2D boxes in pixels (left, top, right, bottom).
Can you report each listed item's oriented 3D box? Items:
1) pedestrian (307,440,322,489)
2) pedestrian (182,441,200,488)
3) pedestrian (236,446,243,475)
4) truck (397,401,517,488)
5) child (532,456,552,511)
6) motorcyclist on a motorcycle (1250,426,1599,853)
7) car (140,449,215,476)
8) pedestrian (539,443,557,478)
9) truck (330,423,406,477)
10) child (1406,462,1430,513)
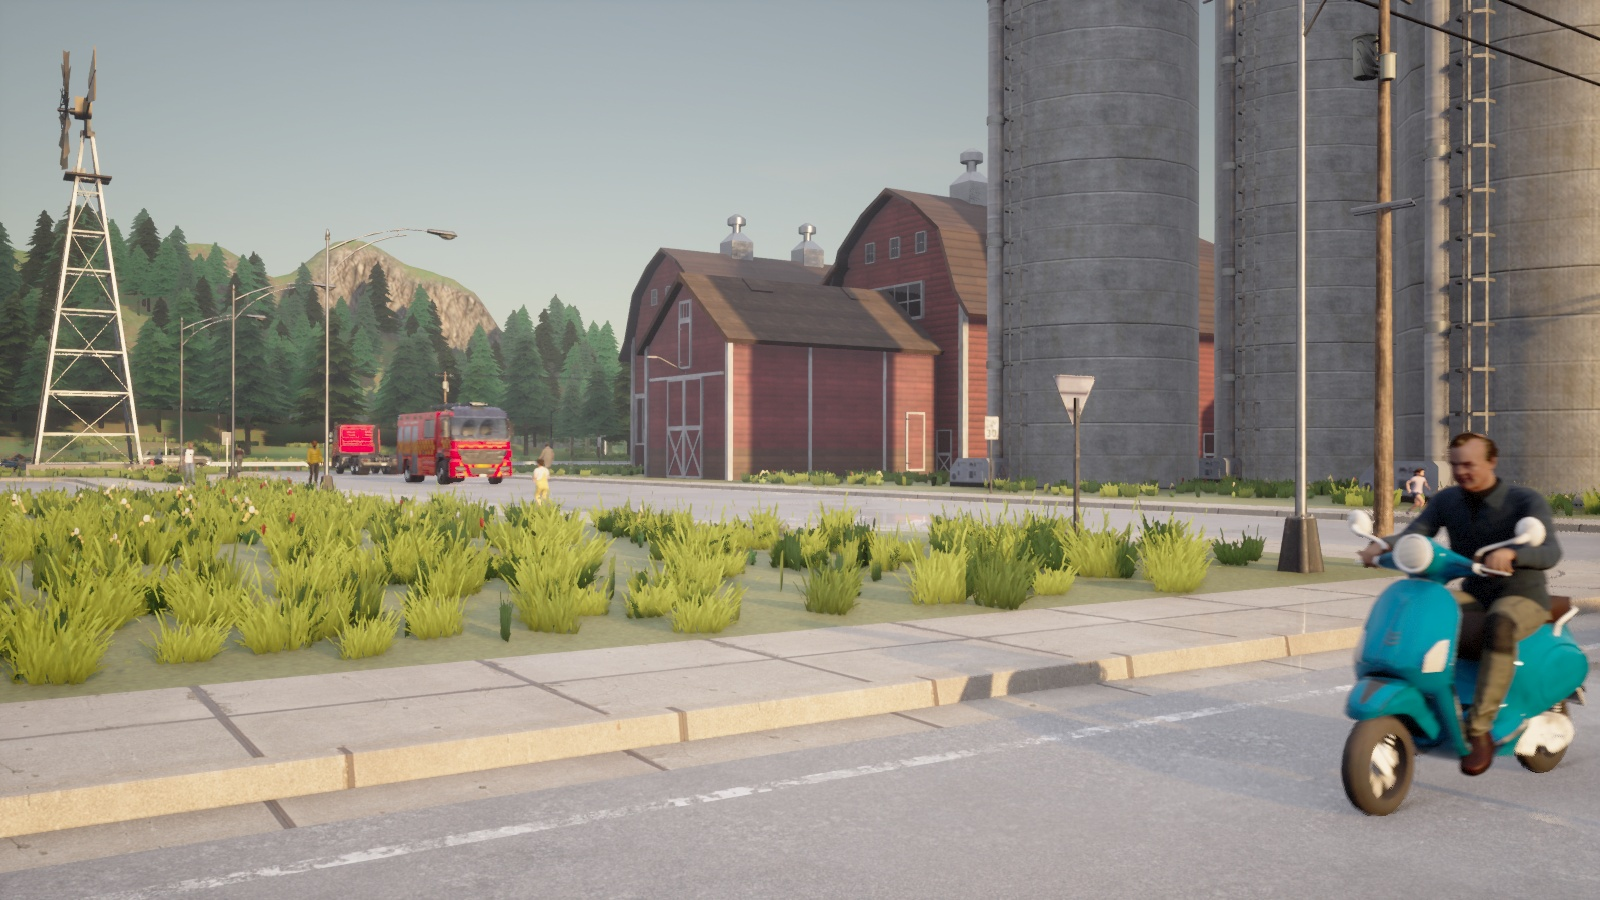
[{"bbox_3d":[-18.526,0.557,47.929,0.370,1.835,0.726,0,0,-34],"label":"pedestrian"},{"bbox_3d":[-24.139,0.581,49.765,0.706,1.836,0.354,0,0,37],"label":"pedestrian"},{"bbox_3d":[-36.308,0.676,81.329,0.402,1.930,0.666,0,0,-27],"label":"pedestrian"},{"bbox_3d":[-16.394,-0.239,59.521,2.891,3.827,8.468,0,0,-34],"label":"truck"},{"bbox_3d":[-5.907,0.763,28.769,0.270,1.263,0.437,0,0,-39],"label":"child"},{"bbox_3d":[2.937,0.706,5.541,1.817,1.590,0.866,0,0,-33],"label":"motorcyclist on a motorcycle"},{"bbox_3d":[-43.354,0.867,87.428,4.605,1.855,1.932,0,-1,-29],"label":"car"},{"bbox_3d":[-14.332,0.605,71.398,0.659,1.952,0.873,0,0,-35],"label":"pedestrian"},{"bbox_3d":[-29.192,0.032,84.678,2.891,3.462,7.936,0,0,-34],"label":"truck"},{"bbox_3d":[13.507,0.819,27.445,0.255,1.110,0.394,0,0,-30],"label":"child"}]
